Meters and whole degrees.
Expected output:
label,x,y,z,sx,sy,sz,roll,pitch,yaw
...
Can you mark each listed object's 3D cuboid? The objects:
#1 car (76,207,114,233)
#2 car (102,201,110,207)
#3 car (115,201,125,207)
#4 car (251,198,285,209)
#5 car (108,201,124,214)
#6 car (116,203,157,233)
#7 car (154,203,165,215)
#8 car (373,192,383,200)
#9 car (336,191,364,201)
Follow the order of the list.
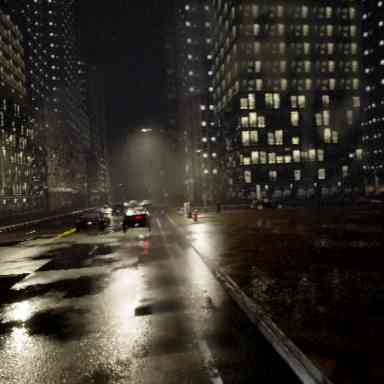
label,x,y,z,sx,sy,sz,roll,pitch,yaw
car,-7.161,2.091,24.393,1.994,1.385,4.181,-3,0,-7
car,-21.334,3.129,83.308,1.837,1.490,4.892,-3,0,-7
car,-18.114,2.976,83.721,1.812,1.442,4.674,-3,0,-7
car,9.723,1.510,42.617,4.403,1.369,2.008,-3,0,-8
car,-9.810,2.334,45.186,1.812,1.442,4.674,-3,1,-7
car,-3.672,1.814,22.630,2.128,1.511,4.902,-3,0,-7
car,-4.646,2.061,38.781,1.837,1.490,4.892,-5,-2,10
car,30.360,0.539,51.434,4.181,1.385,1.994,-3,1,-7
car,25.281,0.619,53.405,4.097,1.590,1.967,-3,0,-8
